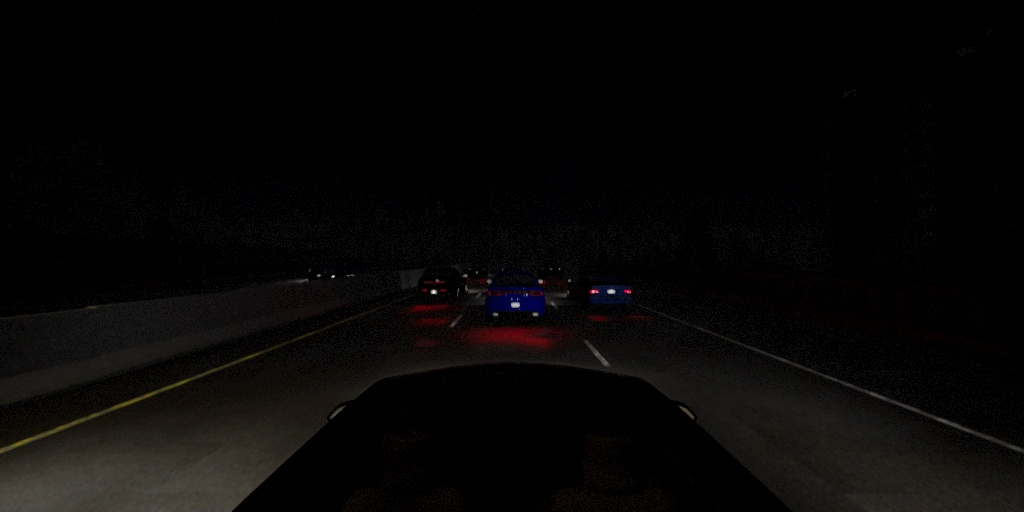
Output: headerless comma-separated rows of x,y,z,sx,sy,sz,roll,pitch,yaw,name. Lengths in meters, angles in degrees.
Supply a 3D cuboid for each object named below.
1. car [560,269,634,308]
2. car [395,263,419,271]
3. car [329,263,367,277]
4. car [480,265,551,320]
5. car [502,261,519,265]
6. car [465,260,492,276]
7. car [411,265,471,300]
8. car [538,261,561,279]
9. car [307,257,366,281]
3.604,1.350,15.519,2.033,1.411,5.357,0,0,0,car
-10.558,1.434,37.319,2.033,1.411,5.357,0,0,1,car
-17.539,1.492,38.554,1.895,1.301,4.718,0,0,1,car
0.103,1.270,12.826,1.882,1.535,5.008,0,0,0,car
0.108,1.410,31.125,2.033,1.411,5.357,0,0,0,car
-3.397,1.410,36.957,1.812,1.442,4.674,0,0,0,car
-3.395,1.317,18.003,1.837,1.490,4.892,0,0,0,car
3.611,1.230,35.197,2.097,1.767,4.553,0,0,0,car
-14.090,1.076,28.920,2.150,2.045,5.566,0,0,0,car
